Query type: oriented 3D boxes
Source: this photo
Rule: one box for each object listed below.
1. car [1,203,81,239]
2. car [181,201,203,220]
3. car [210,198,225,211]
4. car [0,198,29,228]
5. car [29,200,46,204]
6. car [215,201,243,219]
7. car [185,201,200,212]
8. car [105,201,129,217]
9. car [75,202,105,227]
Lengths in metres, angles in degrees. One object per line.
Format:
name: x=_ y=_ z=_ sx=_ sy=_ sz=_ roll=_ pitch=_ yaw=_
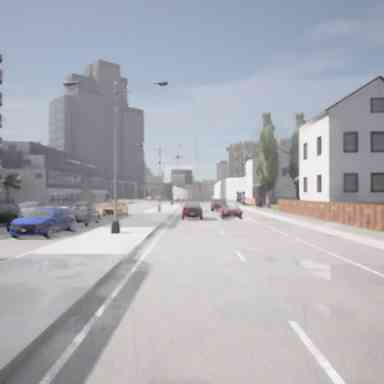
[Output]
car: x=-8.076 y=1.601 z=18.434 sx=1.882 sy=1.535 sz=5.008 roll=0 pitch=-1 yaw=0
car: x=0.034 y=1.684 z=30.808 sx=1.882 sy=1.535 sz=5.008 roll=0 pitch=0 yaw=0
car: x=3.588 y=1.654 z=45.242 sx=2.097 sy=1.767 sz=4.553 roll=0 pitch=0 yaw=1
car: x=-11.577 y=1.347 z=18.276 sx=2.150 sy=2.045 sz=5.566 roll=0 pitch=-1 yaw=0
car: x=-11.481 y=1.338 z=23.877 sx=1.812 sy=1.442 sz=4.674 roll=0 pitch=0 yaw=0
car: x=3.534 y=1.810 z=31.204 sx=1.895 sy=1.301 sz=4.718 roll=0 pitch=0 yaw=0
car: x=0.083 y=1.901 z=44.922 sx=1.895 sy=1.301 sz=4.718 roll=0 pitch=0 yaw=1
car: x=-7.972 y=1.723 z=35.014 sx=1.882 sy=1.535 sz=5.008 roll=0 pitch=-1 yaw=0
car: x=-7.981 y=1.631 z=23.872 sx=1.994 sy=1.385 sz=4.181 roll=0 pitch=0 yaw=0
